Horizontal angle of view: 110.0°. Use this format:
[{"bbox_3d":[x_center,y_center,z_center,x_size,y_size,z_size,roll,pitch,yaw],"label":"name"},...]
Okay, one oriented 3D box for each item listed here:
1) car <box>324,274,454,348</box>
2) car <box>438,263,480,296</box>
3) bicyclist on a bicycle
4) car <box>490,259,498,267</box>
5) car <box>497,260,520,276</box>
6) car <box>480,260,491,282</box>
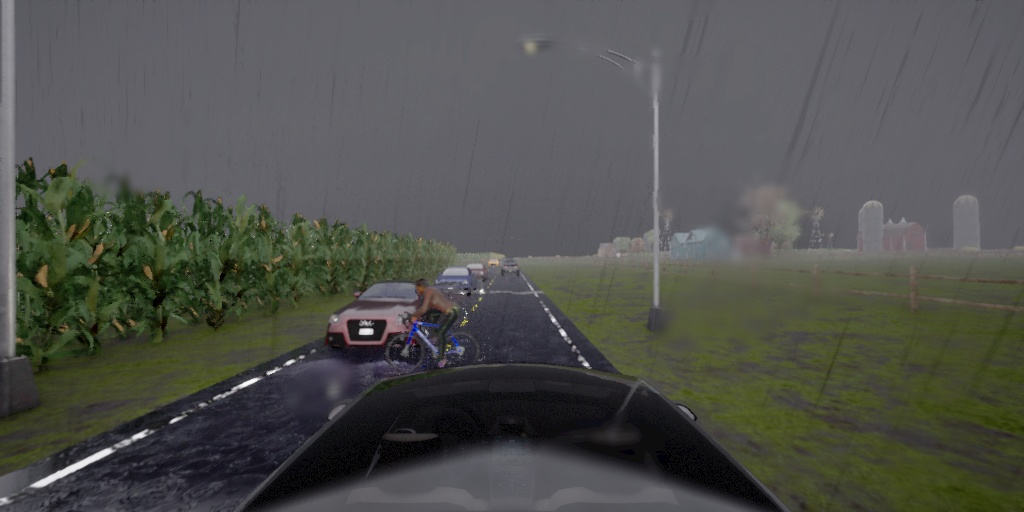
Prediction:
[{"bbox_3d":[-2.891,1.320,9.106,1.994,1.385,4.181,0,0,0],"label":"car"},{"bbox_3d":[-2.968,1.292,19.534,1.812,1.442,4.674,0,0,0],"label":"car"},{"bbox_3d":[-1.394,1.208,6.253,1.656,1.620,0.582,-2,0,0],"label":"bicyclist on a bicycle"},{"bbox_3d":[-3.276,1.283,64.583,1.882,1.535,5.008,0,0,0],"label":"car"},{"bbox_3d":[-0.169,1.273,37.541,2.128,1.511,4.902,0,0,-1],"label":"car"},{"bbox_3d":[-3.010,1.300,29.727,1.812,1.442,4.674,0,0,0],"label":"car"}]
